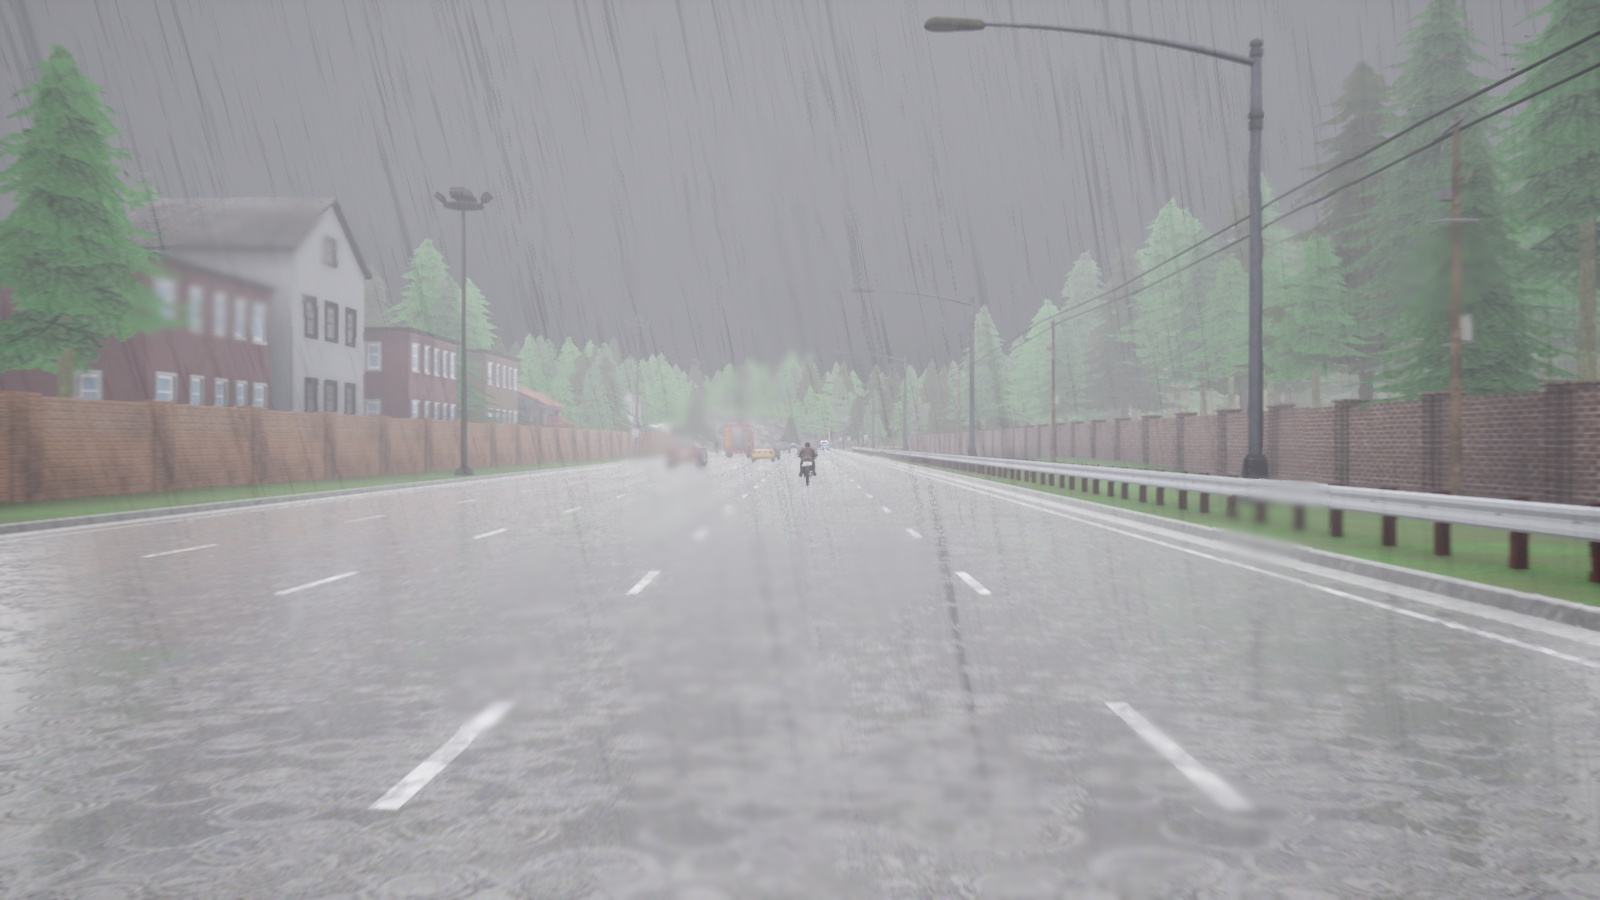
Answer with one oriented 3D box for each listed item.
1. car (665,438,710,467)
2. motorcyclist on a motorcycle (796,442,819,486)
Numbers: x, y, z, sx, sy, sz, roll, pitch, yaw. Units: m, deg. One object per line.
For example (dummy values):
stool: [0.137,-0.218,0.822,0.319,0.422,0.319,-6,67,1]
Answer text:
car: [-6.567,0.109,73.683,2.152,1.651,5.027,0,0,0]
motorcyclist on a motorcycle: [0.268,0.481,44.487,0.797,1.523,2.044,0,0,0]
